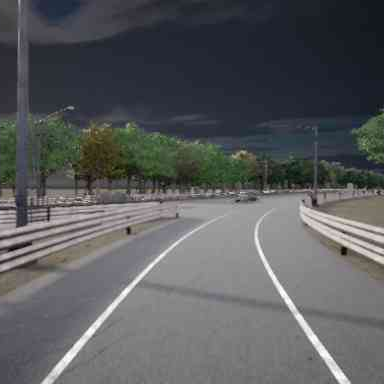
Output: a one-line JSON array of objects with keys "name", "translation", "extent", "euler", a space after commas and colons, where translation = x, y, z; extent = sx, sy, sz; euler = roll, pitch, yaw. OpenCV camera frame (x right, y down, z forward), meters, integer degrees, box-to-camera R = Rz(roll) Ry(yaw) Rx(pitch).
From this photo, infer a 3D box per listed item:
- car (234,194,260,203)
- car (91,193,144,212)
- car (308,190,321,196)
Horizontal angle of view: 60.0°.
[{"name": "car", "translation": [8.524, 0.959, 51.563], "extent": [2.033, 1.411, 5.357], "euler": [1, 2, 38]}, {"name": "car", "translation": [-6.994, 1.094, 31.828], "extent": [2.150, 2.045, 5.566], "euler": [1, 2, 38]}, {"name": "car", "translation": [28.376, 0.338, 76.799], "extent": [1.812, 1.442, 4.674], "euler": [1, 2, 38]}]
